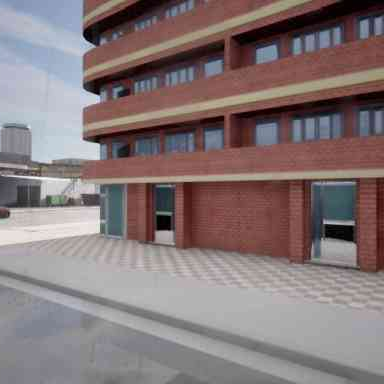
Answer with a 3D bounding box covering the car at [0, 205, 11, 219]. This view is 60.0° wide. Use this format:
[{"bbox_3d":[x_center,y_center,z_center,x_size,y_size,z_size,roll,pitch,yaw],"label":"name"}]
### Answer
[{"bbox_3d":[-17.076,1.562,26.925,1.994,1.385,4.181,0,0,34],"label":"car"}]
